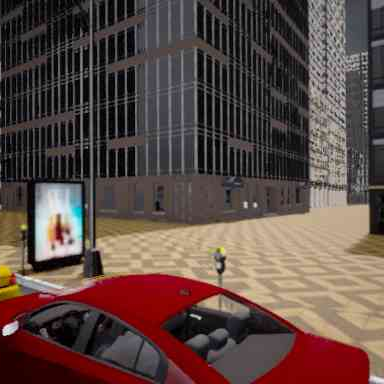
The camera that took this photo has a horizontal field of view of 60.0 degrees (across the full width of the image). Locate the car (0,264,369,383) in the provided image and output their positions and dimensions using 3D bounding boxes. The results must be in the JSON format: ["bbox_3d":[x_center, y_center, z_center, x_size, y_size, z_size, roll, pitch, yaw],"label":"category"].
[{"bbox_3d":[-0.676,1.537,3.366,4.507,1.381,1.887,0,0,35],"label":"car"}]
